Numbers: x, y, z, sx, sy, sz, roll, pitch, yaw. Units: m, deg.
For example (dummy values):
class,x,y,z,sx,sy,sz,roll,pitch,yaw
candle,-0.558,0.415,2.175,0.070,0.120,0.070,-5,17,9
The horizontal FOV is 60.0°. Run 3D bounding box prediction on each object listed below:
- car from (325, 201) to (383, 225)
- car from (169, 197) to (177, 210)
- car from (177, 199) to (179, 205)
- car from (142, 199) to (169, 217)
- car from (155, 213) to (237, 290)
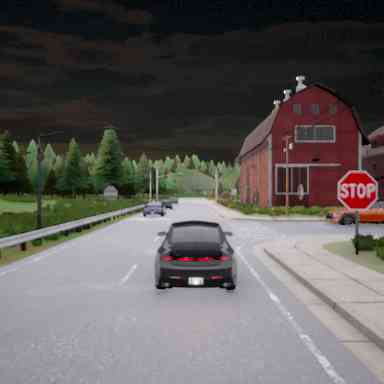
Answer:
class,x,y,z,sx,sy,sz,roll,pitch,yaw
car,11.713,1.415,23.076,4.553,1.767,2.097,0,0,-1
car,-3.561,1.670,45.282,2.033,1.411,5.357,0,0,0
car,-3.509,1.675,62.168,1.837,1.490,4.892,0,-1,0
car,-3.571,1.614,32.403,1.812,1.442,4.674,0,0,0
car,0.090,1.531,9.106,1.837,1.490,4.892,0,0,0
